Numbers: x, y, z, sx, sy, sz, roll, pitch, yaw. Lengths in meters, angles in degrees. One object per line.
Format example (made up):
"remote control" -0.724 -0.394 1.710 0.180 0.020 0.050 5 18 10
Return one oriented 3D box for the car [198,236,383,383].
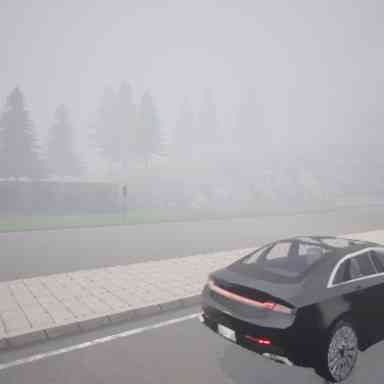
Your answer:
"car" 2.389 1.493 5.449 4.902 1.511 2.128 0 0 -35
